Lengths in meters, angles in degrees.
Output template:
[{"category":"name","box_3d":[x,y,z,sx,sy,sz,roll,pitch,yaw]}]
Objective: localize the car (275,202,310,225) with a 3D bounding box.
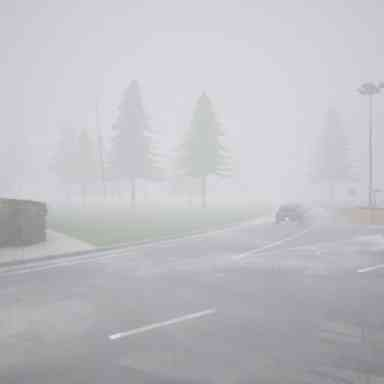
[{"category":"car","box_3d":[7.334,1.511,24.083,1.837,1.490,4.892,0,0,26]}]
